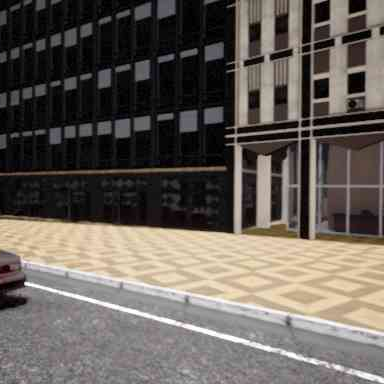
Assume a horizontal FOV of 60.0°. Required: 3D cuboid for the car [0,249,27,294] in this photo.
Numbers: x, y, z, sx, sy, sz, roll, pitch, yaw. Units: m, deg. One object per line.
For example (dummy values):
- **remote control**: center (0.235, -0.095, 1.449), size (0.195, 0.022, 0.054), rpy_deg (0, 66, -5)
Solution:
- **car**: center (-6.035, 1.604, 7.679), size (5.357, 1.411, 2.033), rpy_deg (0, 0, 33)
